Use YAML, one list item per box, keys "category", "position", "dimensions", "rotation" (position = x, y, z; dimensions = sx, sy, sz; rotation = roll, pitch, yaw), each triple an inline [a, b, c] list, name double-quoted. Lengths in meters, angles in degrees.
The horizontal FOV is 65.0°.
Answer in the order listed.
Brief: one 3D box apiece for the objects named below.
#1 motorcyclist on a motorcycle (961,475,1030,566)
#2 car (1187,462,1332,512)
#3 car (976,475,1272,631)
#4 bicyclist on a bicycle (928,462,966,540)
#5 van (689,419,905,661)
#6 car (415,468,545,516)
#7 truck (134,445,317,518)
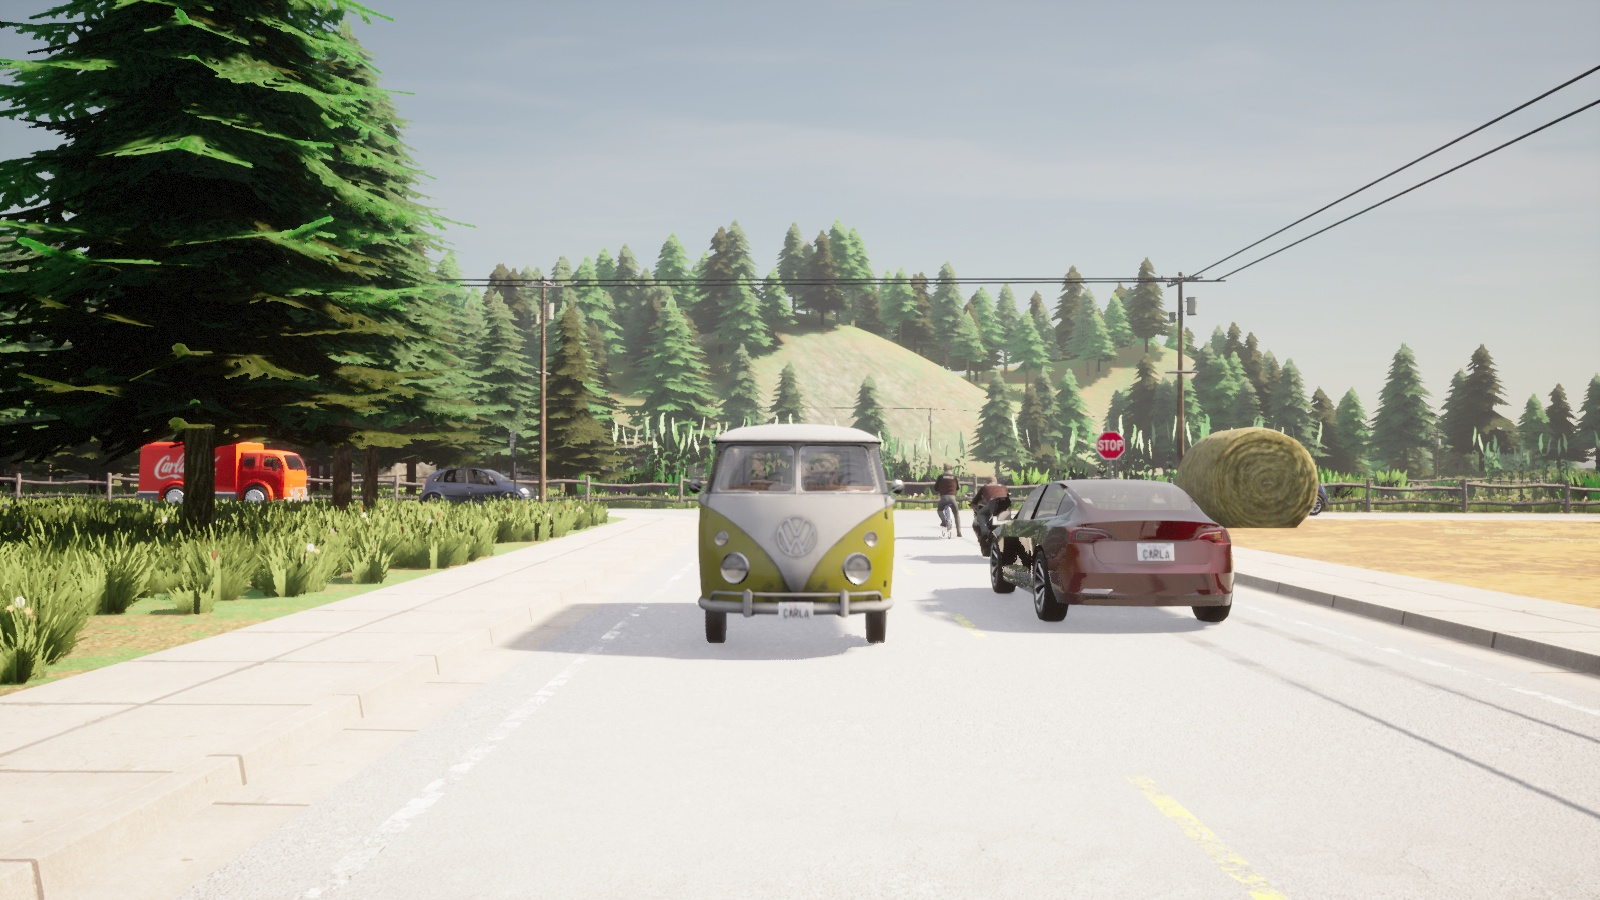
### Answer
- category: "motorcyclist on a motorcycle"
  position: [3.447, 1.210, 22.362]
  dimensions: [0.866, 1.530, 2.191]
  rotation: [0, -1, 0]
- category: "car"
  position: [16.717, 1.340, 45.861]
  dimensions: [4.553, 1.767, 2.097]
  rotation: [0, -1, 3]
- category: "car"
  position: [3.466, 1.044, 14.535]
  dimensions: [2.163, 1.488, 4.792]
  rotation: [0, -1, 0]
- category: "bicyclist on a bicycle"
  position: [3.430, 1.163, 29.355]
  dimensions: [0.659, 1.776, 1.843]
  rotation: [0, -1, 0]
- category: "van"
  position: [-0.031, 0.779, 12.610]
  dimensions: [1.775, 1.987, 4.442]
  rotation: [0, -1, 0]
- category: "car"
  position: [-11.075, 1.453, 43.640]
  dimensions: [3.988, 1.617, 1.851]
  rotation: [0, -1, 3]
- category: "truck"
  position: [-20.063, 1.110, 44.039]
  dimensions: [5.204, 2.467, 2.627]
  rotation: [0, -1, 2]
